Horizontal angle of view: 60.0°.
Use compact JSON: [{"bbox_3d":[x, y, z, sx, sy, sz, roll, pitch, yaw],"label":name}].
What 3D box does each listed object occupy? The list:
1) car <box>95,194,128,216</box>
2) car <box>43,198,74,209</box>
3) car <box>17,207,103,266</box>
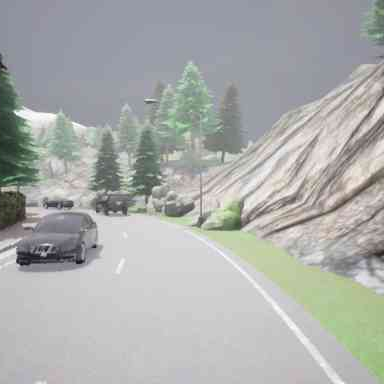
[{"bbox_3d":[-8.188,1.223,33.518,2.150,2.045,5.566,0,0,-29],"label":"car"},{"bbox_3d":[-17.419,1.491,43.303,4.902,1.511,2.128,0,0,34],"label":"car"},{"bbox_3d":[-4.496,1.504,11.742,1.837,1.490,4.892,0,0,-8],"label":"car"}]
